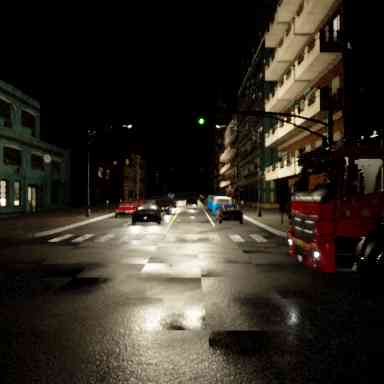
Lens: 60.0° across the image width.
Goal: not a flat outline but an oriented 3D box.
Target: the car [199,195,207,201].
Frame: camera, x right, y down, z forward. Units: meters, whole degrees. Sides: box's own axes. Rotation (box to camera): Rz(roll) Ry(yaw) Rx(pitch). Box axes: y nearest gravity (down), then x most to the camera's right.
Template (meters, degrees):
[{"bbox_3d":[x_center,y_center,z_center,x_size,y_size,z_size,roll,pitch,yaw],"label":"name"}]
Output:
[{"bbox_3d":[2.658,1.464,80.143,1.887,1.381,4.507,1,0,0],"label":"car"}]

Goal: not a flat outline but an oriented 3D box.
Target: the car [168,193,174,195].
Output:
[{"bbox_3d":[-5.726,1.475,85.677,1.947,1.339,4.313,1,0,0],"label":"car"}]

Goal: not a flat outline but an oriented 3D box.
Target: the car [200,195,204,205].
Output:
[{"bbox_3d":[2.672,1.489,52.408,1.752,1.417,4.829,1,0,0],"label":"car"}]

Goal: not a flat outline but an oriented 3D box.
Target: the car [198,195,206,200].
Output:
[{"bbox_3d":[2.651,1.449,91.304,2.008,1.369,4.403,1,0,0],"label":"car"}]

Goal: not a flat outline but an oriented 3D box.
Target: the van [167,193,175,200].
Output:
[{"bbox_3d":[-5.725,1.239,91.257,1.690,1.788,3.998,1,0,0],"label":"van"}]

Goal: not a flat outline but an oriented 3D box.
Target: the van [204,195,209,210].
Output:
[{"bbox_3d":[2.682,1.317,41.077,1.690,1.788,3.998,1,0,0],"label":"van"}]

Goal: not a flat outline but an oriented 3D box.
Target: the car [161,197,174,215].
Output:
[{"bbox_3d":[-3.109,1.507,34.065,1.812,1.442,4.674,0,0,0],"label":"car"}]

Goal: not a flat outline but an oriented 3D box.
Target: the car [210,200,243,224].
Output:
[{"bbox_3d":[2.688,1.540,24.335,2.008,1.369,4.403,1,0,0],"label":"car"}]

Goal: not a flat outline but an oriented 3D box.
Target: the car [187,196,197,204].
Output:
[{"bbox_3d":[-0.038,1.472,64.241,1.812,1.442,4.674,0,0,0],"label":"car"}]

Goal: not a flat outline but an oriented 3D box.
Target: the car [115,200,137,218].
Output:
[{"bbox_3d":[-5.696,1.566,29.875,1.802,1.307,4.206,1,0,0],"label":"car"}]

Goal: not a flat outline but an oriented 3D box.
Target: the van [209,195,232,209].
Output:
[{"bbox_3d":[2.687,1.326,29.914,1.690,1.788,3.998,1,0,0],"label":"van"}]

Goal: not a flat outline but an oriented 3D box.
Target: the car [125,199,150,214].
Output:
[{"bbox_3d":[-5.699,1.525,35.455,1.887,1.381,4.507,1,0,0],"label":"car"}]

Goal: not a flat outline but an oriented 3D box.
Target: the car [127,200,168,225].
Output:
[{"bbox_3d":[-3.103,1.553,24.103,1.994,1.385,4.181,0,0,0],"label":"car"}]

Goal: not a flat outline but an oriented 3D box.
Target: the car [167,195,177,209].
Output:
[{"bbox_3d":[-3.108,1.535,45.044,1.994,1.385,4.181,0,0,0],"label":"car"}]

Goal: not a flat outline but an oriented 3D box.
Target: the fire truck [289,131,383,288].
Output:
[{"bbox_3d":[7.158,0.324,8.968,8.468,3.827,2.891,0,-1,1],"label":"fire truck"}]

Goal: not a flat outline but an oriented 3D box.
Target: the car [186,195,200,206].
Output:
[{"bbox_3d":[-0.030,1.439,53.818,1.882,1.535,5.008,0,0,0],"label":"car"}]

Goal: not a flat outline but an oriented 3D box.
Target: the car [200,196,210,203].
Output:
[{"bbox_3d":[2.663,1.505,68.981,1.947,1.339,4.313,1,0,0],"label":"car"}]
